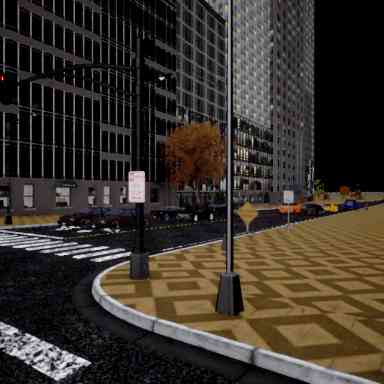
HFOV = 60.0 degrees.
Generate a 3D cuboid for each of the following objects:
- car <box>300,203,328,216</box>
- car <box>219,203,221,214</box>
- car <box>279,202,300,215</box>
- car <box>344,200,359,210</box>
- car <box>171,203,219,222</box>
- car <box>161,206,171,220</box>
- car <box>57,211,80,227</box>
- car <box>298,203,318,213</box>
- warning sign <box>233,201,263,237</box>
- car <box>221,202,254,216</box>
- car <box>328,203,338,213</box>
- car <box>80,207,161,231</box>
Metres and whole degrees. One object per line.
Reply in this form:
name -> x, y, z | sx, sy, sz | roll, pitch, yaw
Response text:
car -> 16.288, 2.354, 44.210 | 1.837, 1.490, 4.892 | 0, -1, 33
car -> 3.062, 2.166, 41.933 | 2.128, 1.511, 4.902 | 0, -1, 33
car -> 13.751, 2.204, 46.265 | 2.097, 1.767, 4.553 | 0, -1, 33
car -> 31.485, 2.537, 65.764 | 2.150, 2.045, 5.566 | 0, -1, 33
car -> 0.396, 2.006, 31.820 | 1.837, 1.490, 4.892 | 0, -1, 33
car -> -2.338, 2.098, 33.578 | 1.895, 1.301, 4.718 | 0, -1, 33
car -> -7.535, 1.873, 25.518 | 2.033, 1.411, 5.357 | 0, -1, 33
car -> 19.154, 2.576, 54.735 | 2.033, 1.411, 5.357 | 0, -1, 33
warning sign -> 3.112, 1.454, 18.562 | 1.300, 1.860, 1.060 | 1, 1, 33
car -> 5.866, 2.034, 40.284 | 2.097, 1.767, 4.553 | 0, -1, 33
car -> 21.886, 2.510, 52.975 | 1.882, 1.535, 5.008 | 0, -1, 33
car -> -4.883, 1.874, 23.634 | 2.033, 1.411, 5.357 | 0, -1, 33
